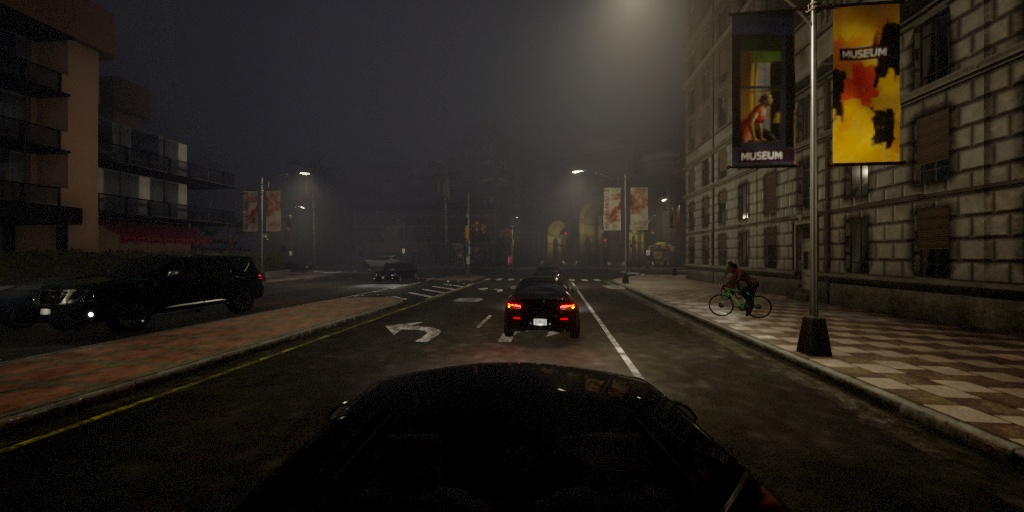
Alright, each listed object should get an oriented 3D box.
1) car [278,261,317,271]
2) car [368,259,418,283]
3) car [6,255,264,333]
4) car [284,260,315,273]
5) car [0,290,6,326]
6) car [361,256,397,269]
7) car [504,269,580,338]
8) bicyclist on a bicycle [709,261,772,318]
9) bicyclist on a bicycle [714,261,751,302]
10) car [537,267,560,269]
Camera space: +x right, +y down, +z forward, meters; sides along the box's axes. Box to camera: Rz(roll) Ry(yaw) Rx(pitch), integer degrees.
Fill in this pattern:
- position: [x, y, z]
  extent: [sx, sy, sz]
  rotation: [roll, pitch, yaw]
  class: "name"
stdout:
- position: [-28.717, 1.314, 48.061]
  extent: [4.181, 1.385, 1.994]
  rotation: [0, 0, 7]
  class: "car"
- position: [-8.801, 1.252, 27.642]
  extent: [1.837, 1.490, 4.892]
  rotation: [0, 1, 7]
  class: "car"
- position: [-10.705, 0.971, 11.256]
  extent: [2.150, 2.045, 5.566]
  rotation: [0, 0, 8]
  class: "car"
- position: [-27.569, 1.242, 44.380]
  extent: [4.902, 1.511, 2.128]
  rotation: [0, 0, 7]
  class: "car"
- position: [-14.195, 1.297, 11.681]
  extent: [2.033, 1.411, 5.357]
  rotation: [0, 0, 7]
  class: "car"
- position: [-19.867, 0.971, 54.213]
  extent: [5.566, 2.045, 2.150]
  rotation: [0, 0, 7]
  class: "car"
- position: [0.885, 1.276, 10.110]
  extent: [1.812, 1.442, 4.674]
  rotation: [0, 0, 7]
  class: "car"
- position: [6.862, 1.051, 10.824]
  extent: [1.656, 1.620, 0.582]
  rotation: [0, 0, 22]
  class: "bicyclist on a bicycle"
- position: [9.284, 1.050, 15.085]
  extent: [1.656, 1.620, 0.582]
  rotation: [0, 0, -28]
  class: "bicyclist on a bicycle"
- position: [1.936, 1.276, 18.952]
  extent: [1.812, 1.442, 4.674]
  rotation: [0, 0, 7]
  class: "car"
